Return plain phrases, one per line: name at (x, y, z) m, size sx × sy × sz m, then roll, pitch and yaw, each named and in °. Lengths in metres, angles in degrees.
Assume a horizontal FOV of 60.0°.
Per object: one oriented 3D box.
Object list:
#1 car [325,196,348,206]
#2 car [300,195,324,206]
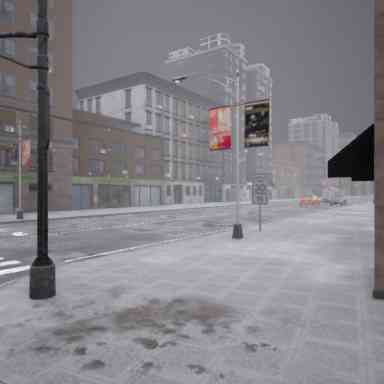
car at (22.704, 1.377, 51.482) m, size 2.033 × 1.411 × 5.357 m, roll 0°, pitch 0°, yaw 34°
car at (17.955, 1.185, 50.377) m, size 2.097 × 1.767 × 4.553 m, roll 0°, pitch 0°, yaw 35°
